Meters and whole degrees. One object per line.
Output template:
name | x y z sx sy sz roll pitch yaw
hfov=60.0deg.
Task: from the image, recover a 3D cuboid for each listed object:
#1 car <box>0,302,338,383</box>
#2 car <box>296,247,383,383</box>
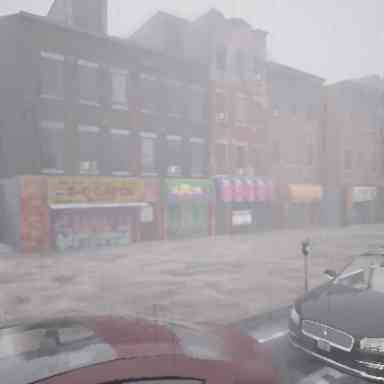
car | -1.162 1.583 1.993 4.206 1.307 1.802 1 -1 -36
car | 3.341 1.604 5.209 4.403 1.369 2.008 1 -1 -36
